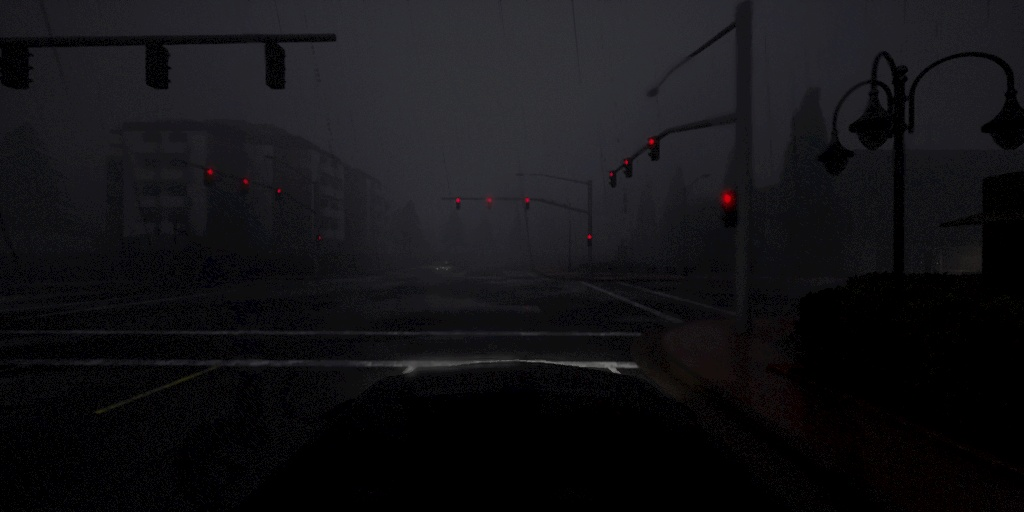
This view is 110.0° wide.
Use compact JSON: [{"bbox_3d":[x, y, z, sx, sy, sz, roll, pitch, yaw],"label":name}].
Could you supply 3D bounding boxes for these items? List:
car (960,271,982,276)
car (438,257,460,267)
[{"bbox_3d":[32.428,1.230,23.259,4.718,1.301,1.895,0,0,2],"label":"car"},{"bbox_3d":[-9.969,0.969,57.066,1.882,1.535,5.008,0,1,16],"label":"car"}]
